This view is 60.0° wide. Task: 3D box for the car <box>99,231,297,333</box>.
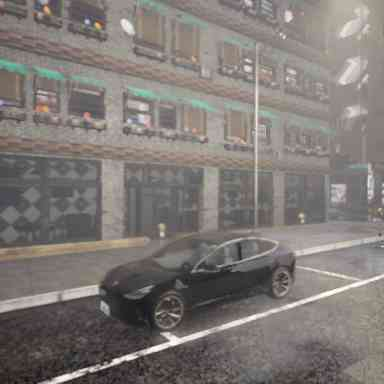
[{"bbox_3d":[0.334,1.538,6.786,4.313,1.339,1.947,0,1,-36],"label":"car"}]
